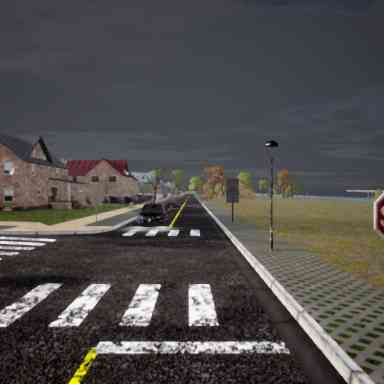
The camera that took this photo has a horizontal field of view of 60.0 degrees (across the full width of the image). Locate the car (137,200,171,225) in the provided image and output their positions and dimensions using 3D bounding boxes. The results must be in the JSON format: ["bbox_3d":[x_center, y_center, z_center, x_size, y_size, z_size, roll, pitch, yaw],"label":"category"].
[{"bbox_3d":[-2.780,1.564,23.992,1.837,1.490,4.892,0,0,0],"label":"car"}]

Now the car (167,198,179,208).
[{"bbox_3d":[-2.807,1.544,47.820,2.033,1.411,5.357,0,0,0],"label":"car"}]
